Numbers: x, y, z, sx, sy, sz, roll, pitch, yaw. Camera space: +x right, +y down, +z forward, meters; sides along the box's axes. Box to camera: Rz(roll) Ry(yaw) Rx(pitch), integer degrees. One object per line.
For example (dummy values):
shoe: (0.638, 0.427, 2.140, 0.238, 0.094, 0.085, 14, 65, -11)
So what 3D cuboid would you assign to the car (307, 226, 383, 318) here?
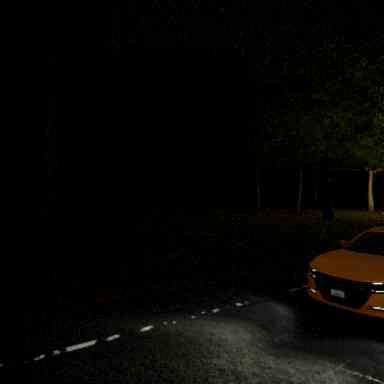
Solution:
car: (4.572, 1.503, 7.253, 5.008, 1.535, 1.882, 0, 0, -36)
